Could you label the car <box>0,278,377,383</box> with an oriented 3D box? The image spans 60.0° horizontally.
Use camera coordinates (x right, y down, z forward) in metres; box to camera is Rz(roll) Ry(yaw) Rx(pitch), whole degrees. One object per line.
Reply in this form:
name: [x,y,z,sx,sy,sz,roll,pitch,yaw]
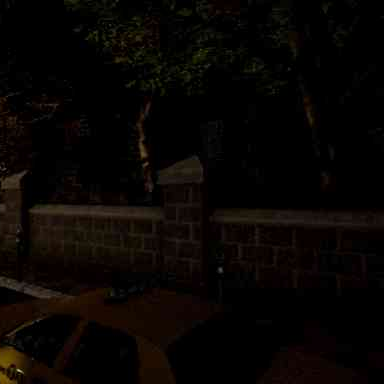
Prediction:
car: [-0.797,1.550,3.288,4.829,1.417,1.752,-1,0,35]
